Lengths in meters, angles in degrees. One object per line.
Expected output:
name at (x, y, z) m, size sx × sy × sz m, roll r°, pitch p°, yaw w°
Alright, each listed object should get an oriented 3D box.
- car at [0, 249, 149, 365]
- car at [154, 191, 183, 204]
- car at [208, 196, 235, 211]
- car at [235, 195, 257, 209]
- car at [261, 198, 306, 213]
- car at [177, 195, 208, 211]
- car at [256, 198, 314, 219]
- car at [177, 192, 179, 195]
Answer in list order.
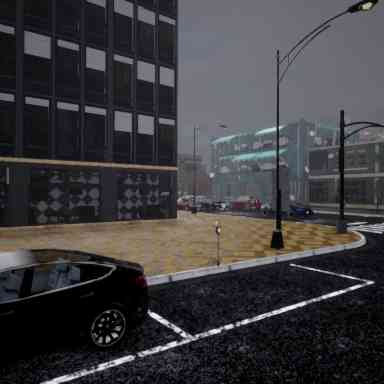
car at (-2.680, 1.566, 4.643) m, size 4.313 × 1.339 × 1.947 m, roll 0°, pitch 0°, yaw -35°
car at (-3.769, 0.794, 52.111) m, size 2.192 × 1.841 × 5.009 m, roll 1°, pitch 0°, yaw -36°
car at (1.716, 1.159, 34.815) m, size 2.128 × 1.511 × 4.902 m, roll 0°, pitch 1°, yaw -36°
car at (6.062, 1.130, 38.692) m, size 1.967 × 1.590 × 4.097 m, roll 1°, pitch 0°, yaw -36°
car at (9.339, 1.340, 34.217) m, size 1.802 × 1.307 × 4.206 m, roll 1°, pitch 0°, yaw -36°
car at (-0.699, 1.231, 33.738) m, size 1.802 × 1.307 × 4.206 m, roll 1°, pitch 0°, yaw -36°
car at (7.592, 1.355, 26.790) m, size 1.994 × 1.385 × 4.181 m, roll 0°, pitch 1°, yaw -36°
car at (-0.496, 1.101, 47.638) m, size 2.008 × 1.369 × 4.403 m, roll 1°, pitch 0°, yaw -36°
